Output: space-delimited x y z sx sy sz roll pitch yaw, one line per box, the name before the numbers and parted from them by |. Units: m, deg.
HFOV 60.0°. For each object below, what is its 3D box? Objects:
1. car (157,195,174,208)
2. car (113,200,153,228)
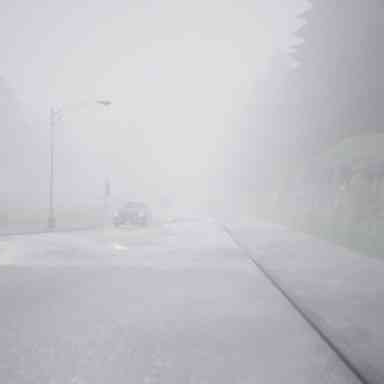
car | -4.010 1.525 51.218 2.150 2.045 5.566 0 1 0
car | -4.005 1.395 23.106 2.097 1.767 4.553 0 -1 0
